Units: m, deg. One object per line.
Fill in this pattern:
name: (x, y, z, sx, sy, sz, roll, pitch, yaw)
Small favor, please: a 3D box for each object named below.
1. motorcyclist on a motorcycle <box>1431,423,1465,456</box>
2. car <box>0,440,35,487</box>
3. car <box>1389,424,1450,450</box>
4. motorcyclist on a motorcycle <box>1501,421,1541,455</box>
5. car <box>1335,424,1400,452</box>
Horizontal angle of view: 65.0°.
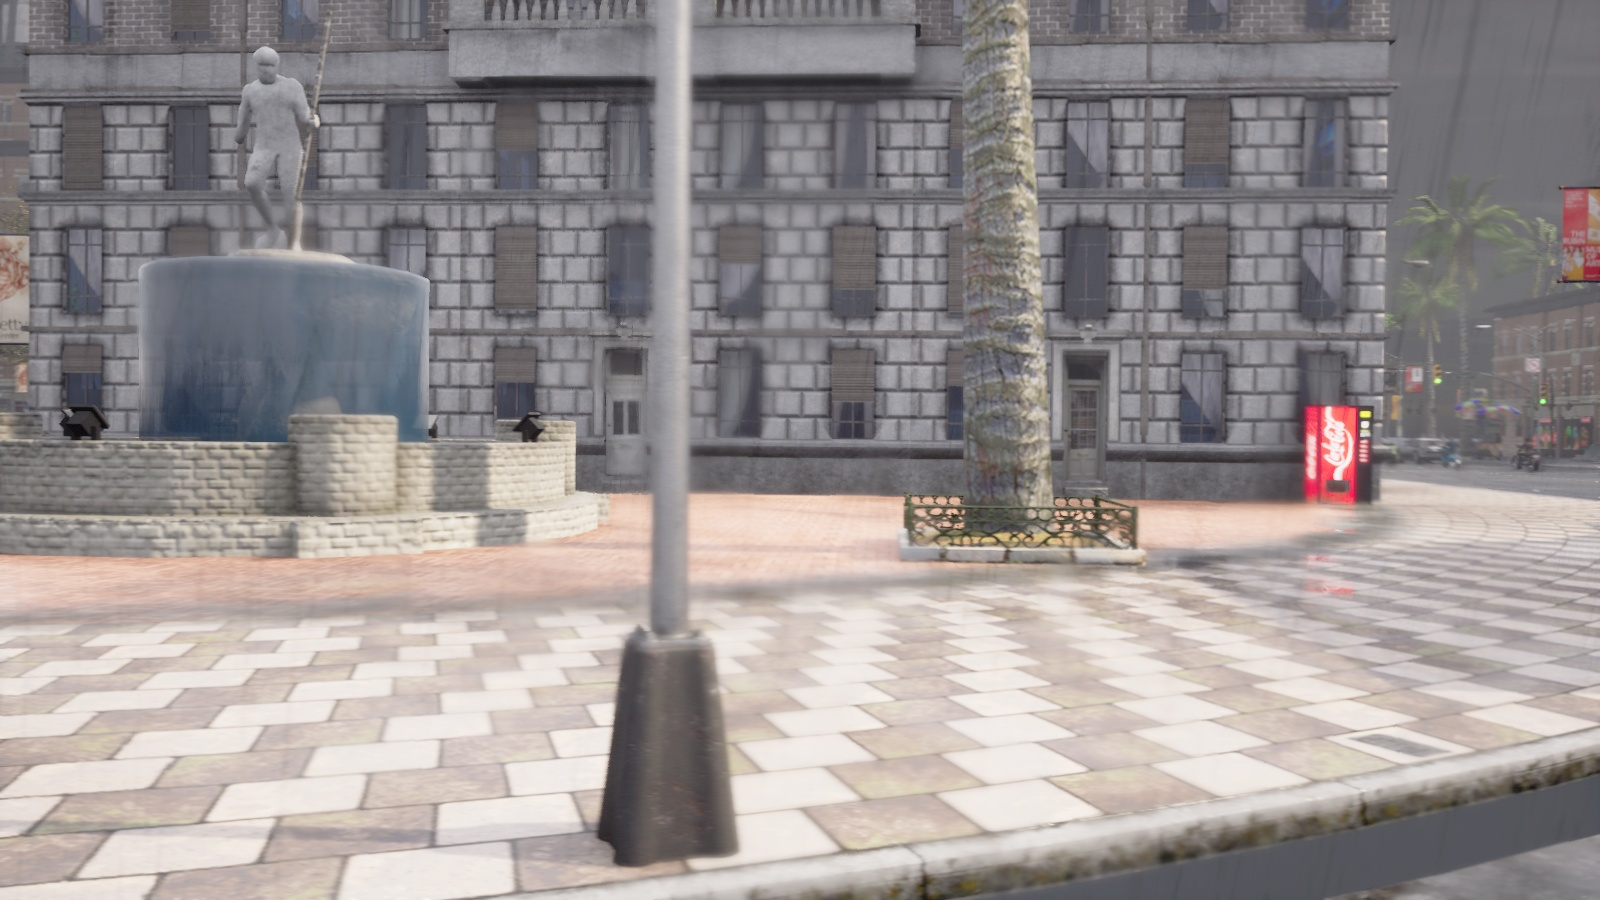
motorcyclist on a motorcycle: (32.200, -0.538, 62.410, 0.866, 1.590, 1.817, -1, 1, 4)
car: (-27.272, 0.465, 40.364, 2.128, 1.511, 4.902, -1, 1, 4)
car: (36.572, -0.751, 74.222, 1.970, 1.475, 3.806, -1, 1, 4)
motorcyclist on a motorcycle: (35.693, -0.577, 62.180, 0.766, 1.649, 2.350, -1, 1, 4)
car: (32.986, -0.713, 73.164, 2.007, 1.525, 4.514, -1, 1, 4)
